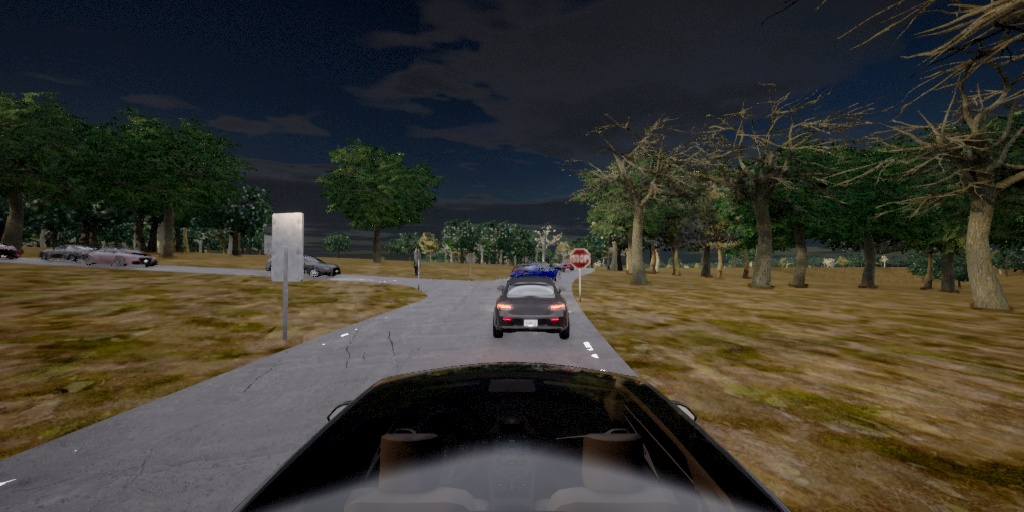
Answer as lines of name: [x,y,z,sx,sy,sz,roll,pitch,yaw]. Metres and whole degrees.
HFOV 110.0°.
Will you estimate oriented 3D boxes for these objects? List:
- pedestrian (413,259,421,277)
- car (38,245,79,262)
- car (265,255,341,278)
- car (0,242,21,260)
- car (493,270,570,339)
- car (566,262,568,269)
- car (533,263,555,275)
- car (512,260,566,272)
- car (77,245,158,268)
pedestrian: [-8.022,0.850,30.159,0.375,1.860,0.375,0,-4,7]
car: [-37.453,-0.243,30.580,4.674,1.442,1.812,3,-1,7]
car: [-14.219,0.678,24.513,4.892,1.490,1.837,3,-1,7]
car: [-41.194,-0.640,27.858,4.553,1.767,2.097,3,-1,7]
car: [0.538,1.281,10.018,1.812,1.442,4.674,0,0,3]
car: [7.090,1.895,55.569,1.895,1.301,4.718,0,-1,16]
car: [4.183,1.639,45.925,1.837,1.490,4.892,0,-1,17]
car: [1.939,1.349,28.205,1.882,1.535,5.008,1,0,38]
car: [-28.550,0.117,26.278,4.181,1.385,1.994,2,-2,7]
